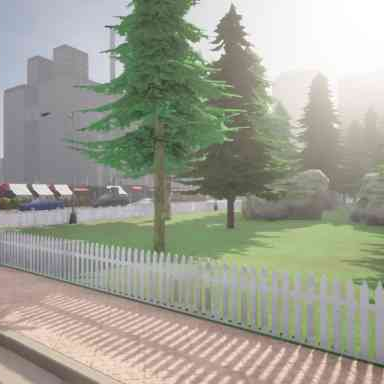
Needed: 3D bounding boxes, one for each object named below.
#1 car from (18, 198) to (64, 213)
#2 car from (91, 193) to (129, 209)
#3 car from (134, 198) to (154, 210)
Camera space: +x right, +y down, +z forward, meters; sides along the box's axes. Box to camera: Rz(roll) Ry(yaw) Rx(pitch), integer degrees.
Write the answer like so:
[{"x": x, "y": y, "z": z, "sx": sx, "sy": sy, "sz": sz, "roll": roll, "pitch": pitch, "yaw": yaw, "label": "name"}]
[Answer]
[{"x": -16.769, "y": 1.477, "z": 37.201, "sx": 1.882, "sy": 1.535, "sz": 5.008, "roll": 0, "pitch": 0, "yaw": 34, "label": "car"}, {"x": -11.122, "y": 1.221, "z": 45.561, "sx": 2.150, "sy": 2.045, "sz": 5.566, "roll": 0, "pitch": 0, "yaw": 34, "label": "car"}, {"x": -5.240, "y": 1.525, "z": 41.416, "sx": 1.812, "sy": 1.442, "sz": 4.674, "roll": 0, "pitch": 0, "yaw": 34, "label": "car"}]
